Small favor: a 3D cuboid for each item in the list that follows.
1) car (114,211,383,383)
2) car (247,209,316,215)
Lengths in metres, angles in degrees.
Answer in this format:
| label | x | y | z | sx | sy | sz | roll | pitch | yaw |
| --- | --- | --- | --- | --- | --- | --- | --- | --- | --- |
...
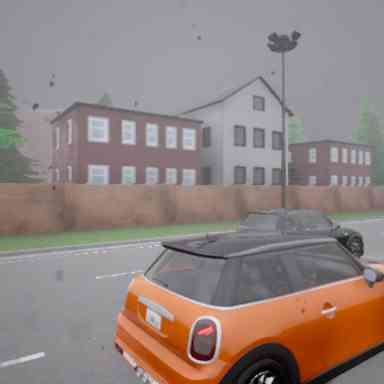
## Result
| label | x | y | z | sx | sy | sz | roll | pitch | yaw |
| --- | --- | --- | --- | --- | --- | --- | --- | --- | --- |
| car | 1.338 | 1.329 | 4.685 | 4.553 | 1.767 | 2.097 | 0 | 0 | -35 |
| car | 3.353 | 1.301 | 10.382 | 4.553 | 1.767 | 2.097 | 0 | 0 | -35 |
